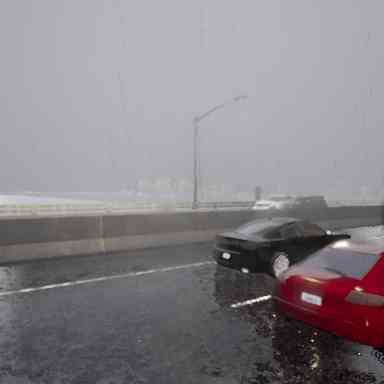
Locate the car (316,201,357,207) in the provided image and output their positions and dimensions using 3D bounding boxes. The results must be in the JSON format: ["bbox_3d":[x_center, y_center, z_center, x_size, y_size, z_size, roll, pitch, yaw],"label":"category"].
[{"bbox_3d":[13.981,1.735,30.826,4.718,1.301,1.895,0,0,-34],"label":"car"}]

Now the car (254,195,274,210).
[{"bbox_3d":[9.243,1.349,36.064,5.566,2.045,2.150,0,0,-34],"label":"car"}]

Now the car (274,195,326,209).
[{"bbox_3d":[11.177,1.348,33.147,5.566,2.045,2.150,0,0,-34],"label":"car"}]

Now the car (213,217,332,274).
[{"bbox_3d":[2.924,1.511,10.105,5.008,1.535,1.882,0,0,-35],"label":"car"}]

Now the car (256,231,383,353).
[{"bbox_3d":[3.449,1.591,6.197,4.181,1.385,1.994,0,0,-35],"label":"car"}]
